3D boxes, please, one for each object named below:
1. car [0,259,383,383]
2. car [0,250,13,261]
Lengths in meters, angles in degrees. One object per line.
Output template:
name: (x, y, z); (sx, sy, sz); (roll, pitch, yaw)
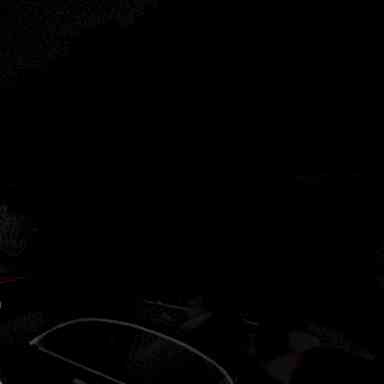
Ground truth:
car: (-0.301, 1.548, 3.010); (4.403, 1.369, 2.008); (0, 1, 36)
car: (-4.704, 1.536, 6.149); (4.507, 1.381, 1.887); (0, 1, 36)
